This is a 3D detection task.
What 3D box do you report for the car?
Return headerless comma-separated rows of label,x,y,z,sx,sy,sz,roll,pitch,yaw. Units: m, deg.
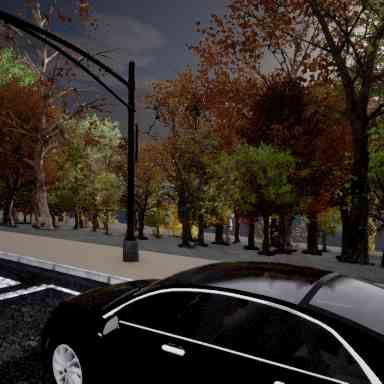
car,0.389,1.505,3.397,4.892,1.490,1.837,0,0,36
